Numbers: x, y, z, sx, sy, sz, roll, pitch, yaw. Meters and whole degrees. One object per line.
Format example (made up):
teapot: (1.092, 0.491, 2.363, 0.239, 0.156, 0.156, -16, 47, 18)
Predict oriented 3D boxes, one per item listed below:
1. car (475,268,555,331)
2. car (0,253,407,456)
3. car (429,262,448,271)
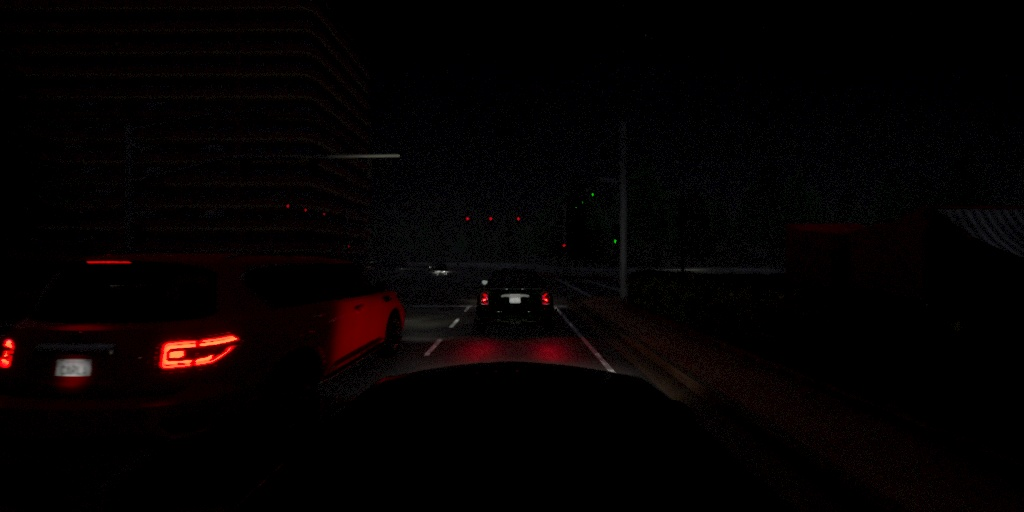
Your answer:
car: (0.088, 1.155, 11.282, 2.097, 1.767, 4.553, 0, 0, 0)
car: (-3.437, 0.992, 5.523, 2.150, 2.045, 5.566, 0, 0, 1)
car: (-11.336, 1.584, 54.861, 2.033, 1.411, 5.357, 0, 0, -26)
